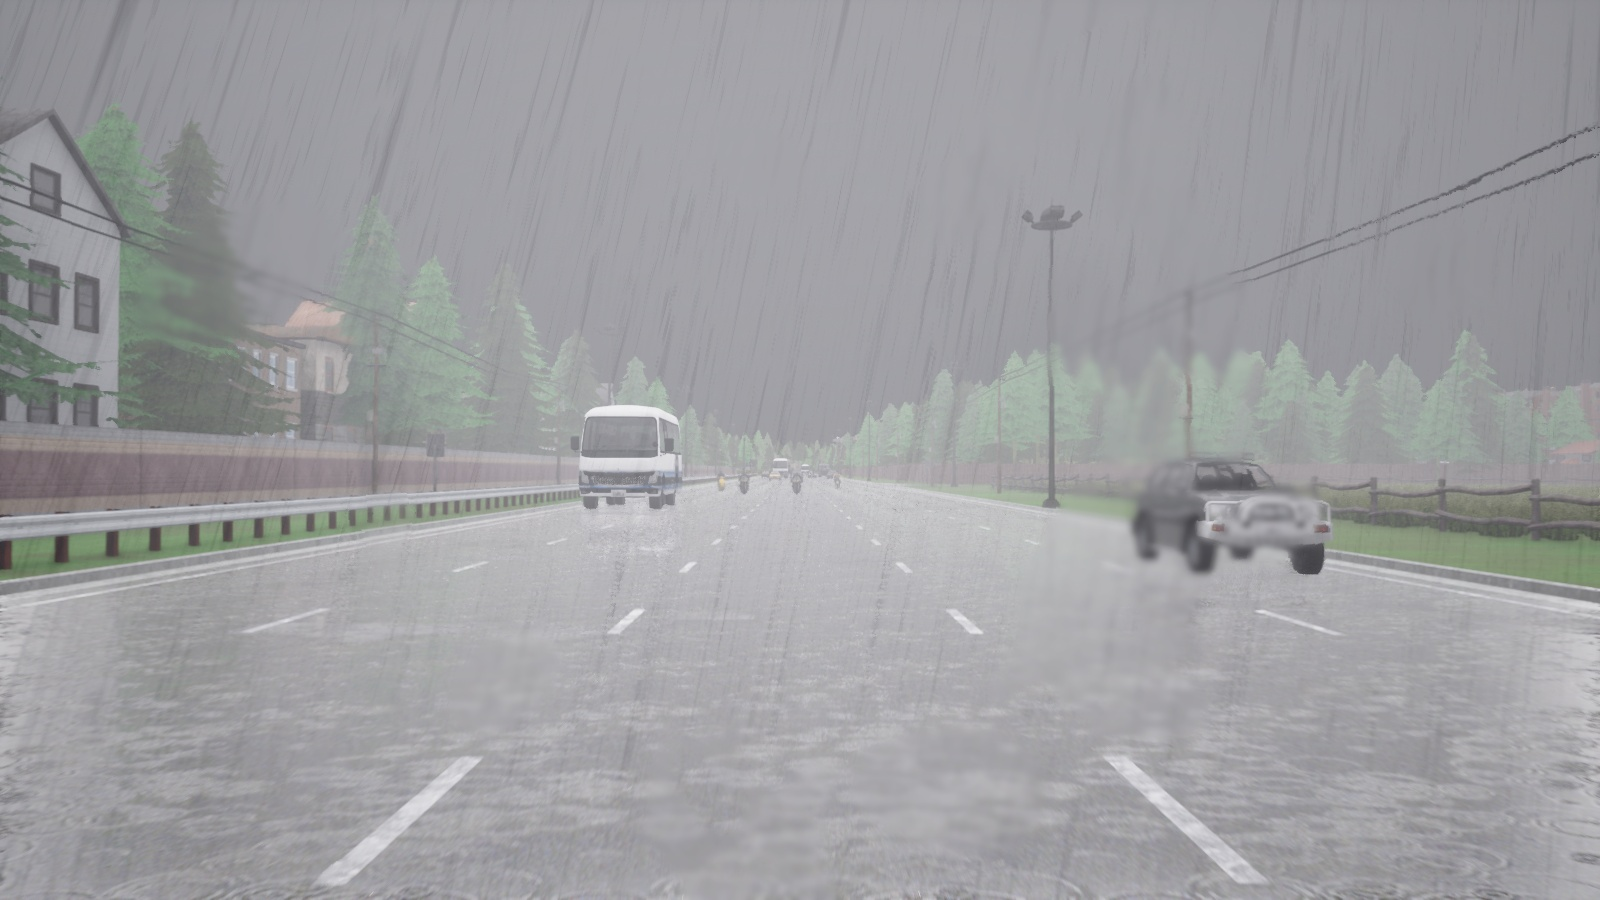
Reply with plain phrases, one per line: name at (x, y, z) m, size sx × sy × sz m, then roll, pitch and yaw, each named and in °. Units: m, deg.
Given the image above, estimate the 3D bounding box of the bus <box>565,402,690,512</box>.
bus at (-7.134, 0.367, 53.760) m, size 3.944 × 4.253 × 10.273 m, roll 0°, pitch -1°, yaw 0°

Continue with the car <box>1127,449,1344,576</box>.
car at (6.950, 0.949, 20.620) m, size 1.932 × 1.855 × 4.605 m, roll 0°, pitch -1°, yaw 0°
